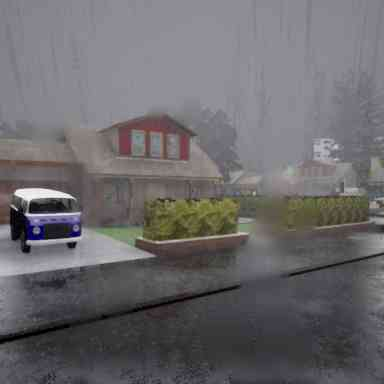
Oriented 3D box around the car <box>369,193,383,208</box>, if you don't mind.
[{"bbox_3d":[23.743,0.986,40.873,3.866,1.878,1.905,0,0,-1],"label":"car"}]
